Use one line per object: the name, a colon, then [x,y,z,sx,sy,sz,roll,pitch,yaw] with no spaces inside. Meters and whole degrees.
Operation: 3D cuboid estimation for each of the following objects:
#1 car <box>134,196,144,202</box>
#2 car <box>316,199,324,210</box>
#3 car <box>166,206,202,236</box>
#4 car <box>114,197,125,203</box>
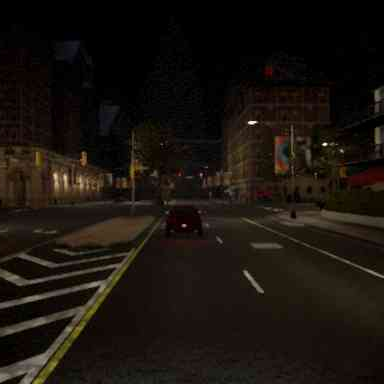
car: [-14.185,1.853,84.946,1.895,1.301,4.718,0,0,-2]
car: [17.598,1.469,40.391,4.892,1.490,1.837,0,0,-2]
car: [-0.479,1.518,18.920,1.882,1.535,5.008,0,0,-2]
car: [-17.264,1.863,79.602,1.895,1.301,4.718,0,0,-2]
